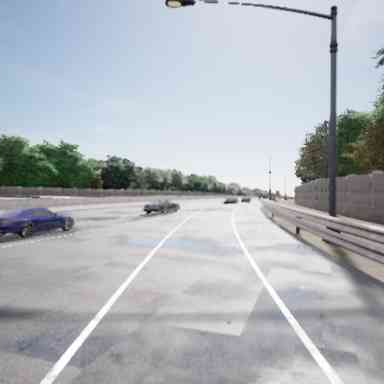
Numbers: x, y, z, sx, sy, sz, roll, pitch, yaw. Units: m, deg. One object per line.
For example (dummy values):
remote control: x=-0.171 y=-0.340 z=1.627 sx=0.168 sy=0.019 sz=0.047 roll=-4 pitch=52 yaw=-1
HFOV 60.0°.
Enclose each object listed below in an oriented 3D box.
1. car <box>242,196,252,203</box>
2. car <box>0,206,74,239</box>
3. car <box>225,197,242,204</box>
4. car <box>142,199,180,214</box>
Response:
car: x=12.698 y=1.727 z=77.528 sx=2.128 sy=1.511 sz=4.902 roll=0 pitch=-1 yaw=19
car: x=-8.081 y=1.457 z=16.983 sx=1.812 sy=1.442 sz=4.674 roll=0 pitch=0 yaw=19
car: x=7.483 y=1.592 z=62.336 sx=1.994 sy=1.385 sz=4.181 roll=0 pitch=-1 yaw=19
car: x=-2.871 y=1.374 z=32.208 sx=2.033 sy=1.411 sz=5.357 roll=-1 pitch=0 yaw=19
